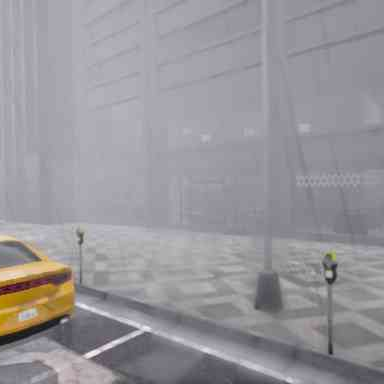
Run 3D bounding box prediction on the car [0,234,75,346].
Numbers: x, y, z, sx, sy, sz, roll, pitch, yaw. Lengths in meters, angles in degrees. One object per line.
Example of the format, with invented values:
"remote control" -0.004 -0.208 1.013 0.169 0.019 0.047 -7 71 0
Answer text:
"car" -4.117 1.505 5.979 5.008 1.535 1.882 -1 1 39
